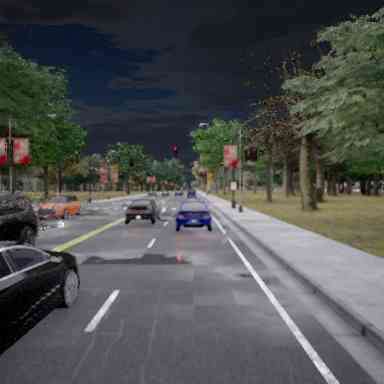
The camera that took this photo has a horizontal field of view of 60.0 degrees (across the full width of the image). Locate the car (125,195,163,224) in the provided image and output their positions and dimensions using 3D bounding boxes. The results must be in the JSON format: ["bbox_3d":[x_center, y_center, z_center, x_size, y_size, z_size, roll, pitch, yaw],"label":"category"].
[{"bbox_3d":[-3.160,1.212,21.994,1.837,1.490,4.892,0,1,0],"label":"car"}]

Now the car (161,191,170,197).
[{"bbox_3d":[-6.540,0.423,82.257,1.882,1.535,5.008,0,1,0],"label":"car"}]

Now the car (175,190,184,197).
[{"bbox_3d":[-3.291,0.406,82.639,1.882,1.535,5.008,0,1,0],"label":"car"}]

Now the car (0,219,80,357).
[{"bbox_3d":[-3.151,1.428,4.728,2.128,1.511,4.902,0,1,0],"label":"car"}]

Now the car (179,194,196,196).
[{"bbox_3d":[0.007,1.146,28.604,1.812,1.442,4.674,0,1,0],"label":"car"}]

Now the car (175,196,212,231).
[{"bbox_3d":[0.095,1.228,18.644,1.882,1.535,5.008,0,1,0],"label":"car"}]

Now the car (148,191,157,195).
[{"bbox_3d":[-9.790,0.499,82.256,1.994,1.385,4.181,0,1,0],"label":"car"}]

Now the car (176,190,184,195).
[{"bbox_3d":[-3.297,0.220,94.720,2.033,1.411,5.357,0,1,0],"label":"car"}]

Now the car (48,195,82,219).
[{"bbox_3d":[-9.834,1.026,24.682,2.097,1.767,4.553,0,1,0],"label":"car"}]

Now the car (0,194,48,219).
[{"bbox_3d":[-6.604,1.092,9.779,2.150,2.045,5.566,0,1,0],"label":"car"}]

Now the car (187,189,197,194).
[{"bbox_3d":[-0.041,0.151,82.668,2.150,2.045,5.566,0,1,0],"label":"car"}]
